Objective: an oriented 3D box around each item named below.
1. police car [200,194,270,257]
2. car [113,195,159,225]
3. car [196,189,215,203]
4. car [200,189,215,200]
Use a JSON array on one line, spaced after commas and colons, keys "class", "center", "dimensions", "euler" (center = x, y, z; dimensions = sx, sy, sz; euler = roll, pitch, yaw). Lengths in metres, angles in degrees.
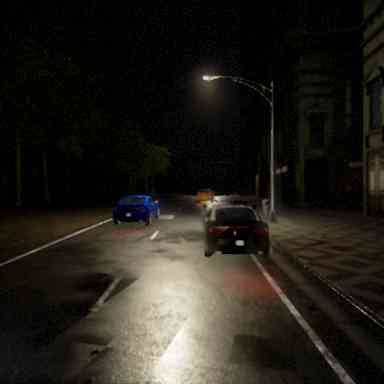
[{"class": "police car", "center": [1.337, 1.072, 11.496], "dimensions": [1.930, 1.638, 5.238], "euler": [0, 2, 1]}, {"class": "car", "center": [-3.041, 0.910, 18.875], "dimensions": [1.882, 1.535, 5.008], "euler": [0, 2, 2]}, {"class": "car", "center": [1.582, 0.450, 39.207], "dimensions": [1.882, 1.535, 5.008], "euler": [0, 1, 5]}, {"class": "car", "center": [2.326, 0.305, 49.459], "dimensions": [1.882, 1.535, 5.008], "euler": [0, 1, 6]}]
